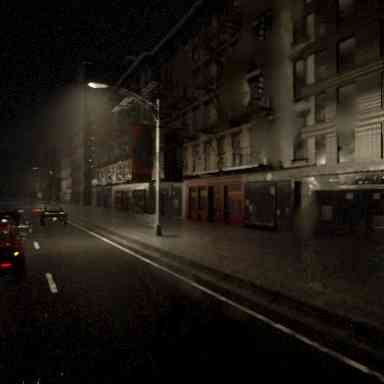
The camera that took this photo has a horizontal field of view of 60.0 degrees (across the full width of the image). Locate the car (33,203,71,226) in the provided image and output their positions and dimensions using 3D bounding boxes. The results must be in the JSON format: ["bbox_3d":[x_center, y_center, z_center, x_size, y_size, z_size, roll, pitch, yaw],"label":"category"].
[{"bbox_3d":[-11.271,1.820,26.763,2.128,1.511,4.902,1,-1,-28],"label":"car"}]

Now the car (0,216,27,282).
[{"bbox_3d":[-5.871,1.641,9.573,1.812,1.442,4.674,1,-1,-28],"label":"car"}]

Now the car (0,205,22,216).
[{"bbox_3d":[-14.246,1.798,25.439,1.837,1.490,4.892,1,-1,-28],"label":"car"}]
